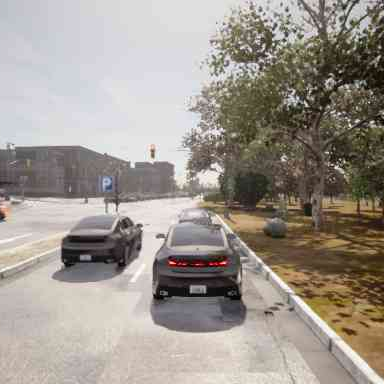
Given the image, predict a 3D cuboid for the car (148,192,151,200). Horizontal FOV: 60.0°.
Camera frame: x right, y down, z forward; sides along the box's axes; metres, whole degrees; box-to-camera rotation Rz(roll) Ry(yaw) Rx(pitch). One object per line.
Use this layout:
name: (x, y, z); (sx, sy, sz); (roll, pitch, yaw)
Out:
car: (-12.624, 1.357, 78.269); (4.674, 1.452, 2.002); (-1, 0, -13)

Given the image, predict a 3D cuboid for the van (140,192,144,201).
van: (-13.226, 1.091, 72.302); (4.442, 1.987, 1.878); (-1, 0, -14)

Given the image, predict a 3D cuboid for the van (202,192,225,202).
van: (4.297, 1.041, 65.909); (4.442, 1.987, 1.878); (1, 0, -14)

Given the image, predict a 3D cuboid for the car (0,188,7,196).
car: (-31.154, 0.136, 54.190); (2.002, 1.452, 4.674); (6, -3, -19)

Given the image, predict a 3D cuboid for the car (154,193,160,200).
car: (-11.435, 1.355, 87.252); (4.674, 1.452, 2.002); (-1, 0, -12)

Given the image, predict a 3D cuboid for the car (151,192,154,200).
car: (-12.252, 1.357, 81.270); (4.674, 1.452, 2.002); (-1, 0, -13)

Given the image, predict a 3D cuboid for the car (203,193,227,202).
car: (4.681, 1.140, 68.879); (4.553, 1.767, 2.185); (1, 0, -14)

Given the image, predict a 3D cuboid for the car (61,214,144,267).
car: (-2.880, 1.520, 11.442); (1.837, 1.490, 4.892); (0, 0, 0)

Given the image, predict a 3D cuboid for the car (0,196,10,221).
car: (-16.622, 1.403, 25.513); (4.553, 1.767, 2.185); (-1, 0, -19)

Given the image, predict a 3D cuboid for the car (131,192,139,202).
car: (-13.786, 1.314, 66.311); (5.366, 1.575, 1.946); (-1, 0, -15)

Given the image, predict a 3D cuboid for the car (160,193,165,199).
car: (-10.984, 1.062, 90.258); (5.566, 2.045, 2.435); (-1, 0, -12)

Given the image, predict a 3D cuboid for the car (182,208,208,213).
car: (0.160, 1.571, 18.136); (2.033, 1.411, 5.357); (0, 0, 1)

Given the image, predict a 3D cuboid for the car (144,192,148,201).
car: (-12.997, 1.320, 75.274); (4.892, 1.521, 2.231); (-1, 0, -14)

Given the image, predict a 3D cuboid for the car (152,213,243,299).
car: (0.111, 1.514, 8.434); (1.837, 1.490, 4.892); (0, 0, 0)

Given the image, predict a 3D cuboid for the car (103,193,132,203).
car: (-14.431, 1.357, 63.319); (4.792, 1.488, 2.163); (-1, 0, -15)
